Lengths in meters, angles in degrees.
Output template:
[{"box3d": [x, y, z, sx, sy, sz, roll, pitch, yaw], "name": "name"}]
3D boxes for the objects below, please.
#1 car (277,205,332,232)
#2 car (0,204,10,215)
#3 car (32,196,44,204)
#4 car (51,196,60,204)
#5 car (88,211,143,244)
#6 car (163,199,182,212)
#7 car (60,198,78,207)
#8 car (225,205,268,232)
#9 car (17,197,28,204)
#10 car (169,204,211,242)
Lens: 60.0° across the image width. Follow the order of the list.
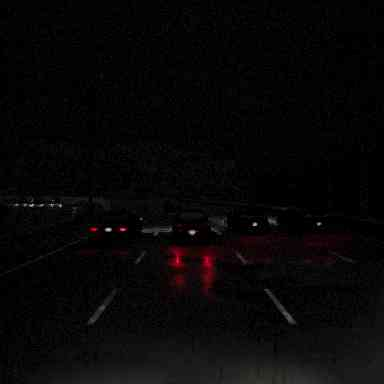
[{"box3d": [6.762, 1.531, 20.501, 2.128, 1.511, 4.902, 0, 0, -4], "name": "car"}, {"box3d": [-18.932, 1.696, 30.963, 2.033, 1.411, 5.357, 0, 0, -6], "name": "car"}, {"box3d": [-31.744, 1.599, 68.628, 2.097, 1.767, 4.553, 0, 0, -19], "name": "car"}, {"box3d": [-29.268, 1.718, 71.967, 1.837, 1.490, 4.892, 0, 0, -21], "name": "car"}, {"box3d": [-3.530, 1.606, 16.173, 2.033, 1.411, 5.357, 0, 0, -2], "name": "car"}, {"box3d": [-2.336, 1.601, 39.944, 1.882, 1.535, 5.008, 0, 0, -10], "name": "car"}, {"box3d": [-20.037, 1.748, 54.895, 1.812, 1.442, 4.674, 0, 0, -14], "name": "car"}, {"box3d": [3.262, 1.542, 20.459, 2.128, 1.511, 4.902, 0, 0, -4], "name": "car"}, {"box3d": [-37.156, 1.808, 72.829, 1.837, 1.490, 4.892, 0, 0, -23], "name": "car"}, {"box3d": [-0.088, 1.575, 16.771, 1.812, 1.442, 4.674, 0, 0, -2], "name": "car"}]
